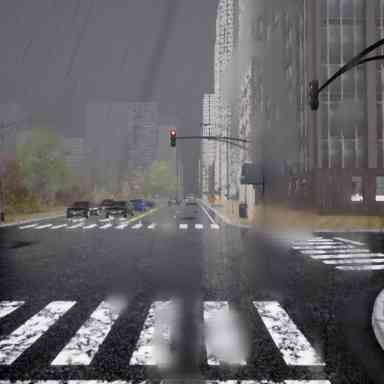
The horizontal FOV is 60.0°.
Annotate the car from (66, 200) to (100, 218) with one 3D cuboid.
[{"bbox_3d":[-9.841,1.556,30.260,1.837,1.490,4.892,0,0,0],"label":"car"}]

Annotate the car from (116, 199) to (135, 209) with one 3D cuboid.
[{"bbox_3d":[-9.836,1.723,49.372,1.895,1.301,4.718,0,0,0],"label":"car"}]

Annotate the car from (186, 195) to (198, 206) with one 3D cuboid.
[{"bbox_3d":[0.007,1.721,58.932,2.033,1.411,5.357,0,0,0],"label":"car"}]

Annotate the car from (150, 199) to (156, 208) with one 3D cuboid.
[{"bbox_3d":[-6.585,1.726,49.861,1.895,1.301,4.718,0,0,0],"label":"car"}]

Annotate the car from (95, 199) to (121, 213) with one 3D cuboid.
[{"bbox_3d":[-9.840,1.585,39.441,1.837,1.490,4.892,0,0,0],"label":"car"}]

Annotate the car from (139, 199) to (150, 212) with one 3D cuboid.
[{"bbox_3d":[-6.592,1.559,39.684,1.882,1.535,5.008,0,0,0],"label":"car"}]

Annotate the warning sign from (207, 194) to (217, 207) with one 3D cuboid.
[{"bbox_3d":[2.834,1.227,47.036,1.300,1.860,1.060,-1,-2,0],"label":"warning sign"}]

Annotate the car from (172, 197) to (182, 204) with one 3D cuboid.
[{"bbox_3d":[-3.187,1.774,70.600,1.812,1.442,4.674,0,0,0],"label":"car"}]

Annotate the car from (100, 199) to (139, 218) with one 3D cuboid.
[{"bbox_3d":[-6.561,1.557,30.611,1.837,1.490,4.892,0,0,2],"label":"car"}]

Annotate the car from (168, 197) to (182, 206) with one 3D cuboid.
[{"bbox_3d":[-3.145,1.664,58.635,2.128,1.511,4.902,0,0,0],"label":"car"}]
